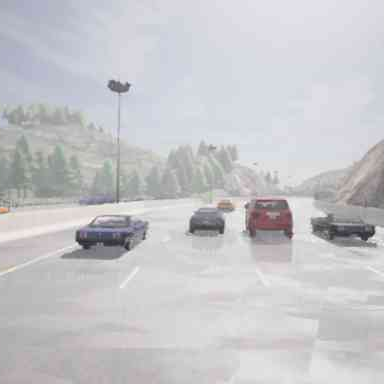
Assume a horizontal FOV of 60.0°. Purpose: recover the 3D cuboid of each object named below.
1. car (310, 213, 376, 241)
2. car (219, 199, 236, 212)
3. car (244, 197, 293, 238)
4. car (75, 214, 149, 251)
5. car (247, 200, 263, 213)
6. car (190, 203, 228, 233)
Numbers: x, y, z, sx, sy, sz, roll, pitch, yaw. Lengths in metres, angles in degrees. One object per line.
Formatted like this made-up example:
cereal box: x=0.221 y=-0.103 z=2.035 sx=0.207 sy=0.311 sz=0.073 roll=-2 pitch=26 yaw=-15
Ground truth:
car: x=7.654 y=1.728 z=17.481 sx=1.895 sy=1.301 sz=4.718 roll=1 pitch=0 yaw=5
car: x=4.430 y=1.604 z=41.907 sx=1.882 sy=1.535 sz=5.008 roll=0 pitch=0 yaw=13
car: x=4.214 y=1.308 z=18.728 sx=2.150 sy=2.045 sz=5.566 roll=0 pitch=0 yaw=7
car: x=-3.111 y=1.585 z=14.091 sx=1.895 sy=1.301 sz=4.718 roll=1 pitch=0 yaw=4
car: x=7.646 y=1.690 z=40.133 sx=1.812 sy=1.442 sz=4.674 roll=0 pitch=0 yaw=13
car: x=1.005 y=1.611 z=20.084 sx=1.994 sy=1.385 sz=4.181 roll=1 pitch=0 yaw=6
